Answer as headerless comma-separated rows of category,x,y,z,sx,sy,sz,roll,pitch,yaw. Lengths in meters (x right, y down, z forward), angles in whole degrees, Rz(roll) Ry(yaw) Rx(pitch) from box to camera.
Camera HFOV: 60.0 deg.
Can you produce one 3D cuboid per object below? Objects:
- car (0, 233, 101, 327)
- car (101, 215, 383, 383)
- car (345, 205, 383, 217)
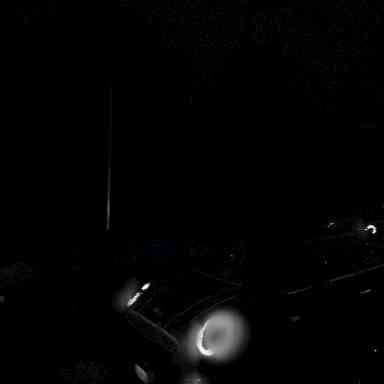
car,-1.424,1.573,7.275,5.357,1.411,2.033,0,0,-35
car,1.283,1.380,4.909,4.553,1.767,2.097,0,0,-36
car,7.459,1.339,13.629,4.553,1.767,2.097,-1,1,-35
